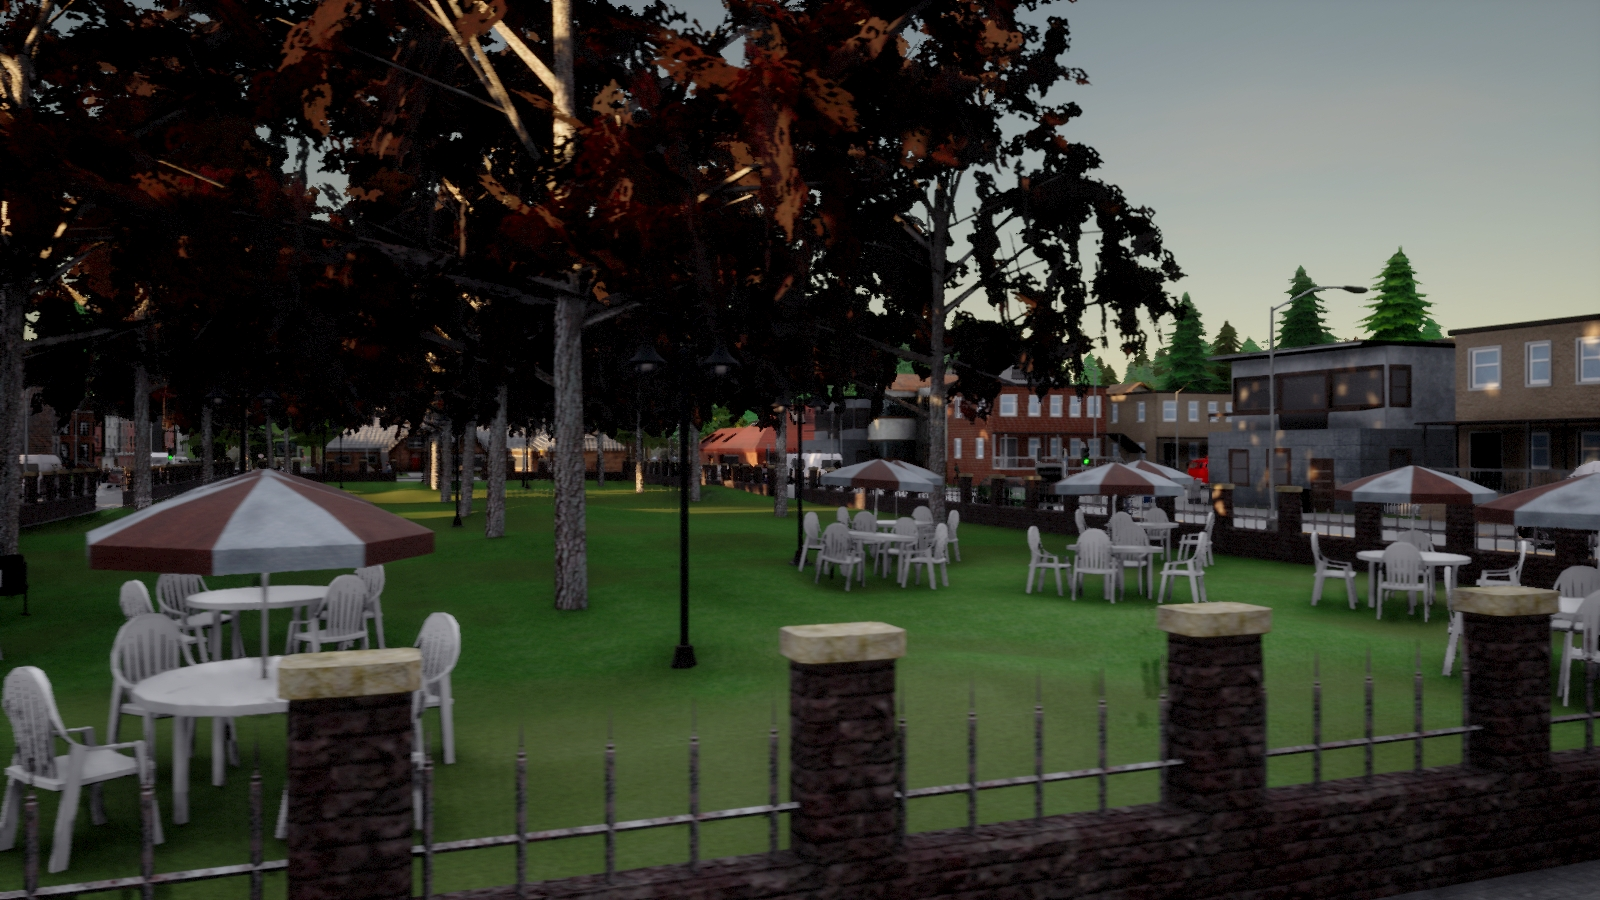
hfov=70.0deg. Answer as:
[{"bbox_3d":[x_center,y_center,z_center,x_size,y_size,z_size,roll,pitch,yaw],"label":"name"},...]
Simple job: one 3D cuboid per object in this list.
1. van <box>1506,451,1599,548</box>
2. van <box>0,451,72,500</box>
[{"bbox_3d":[22.289,1.315,30.486,1.988,2.561,5.915,0,0,-20],"label":"van"},{"bbox_3d":[-41.947,1.314,62.840,1.988,2.561,5.915,0,0,-20],"label":"van"}]
